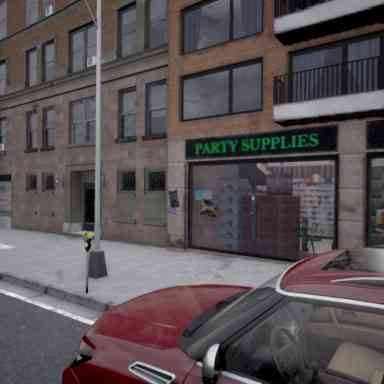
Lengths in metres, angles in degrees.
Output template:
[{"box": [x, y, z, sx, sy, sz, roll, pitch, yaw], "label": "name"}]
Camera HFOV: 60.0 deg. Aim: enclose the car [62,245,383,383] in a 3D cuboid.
[{"box": [1.313, 1.315, 2.130, 5.009, 1.841, 2.192, 0, 1, 35], "label": "car"}]
